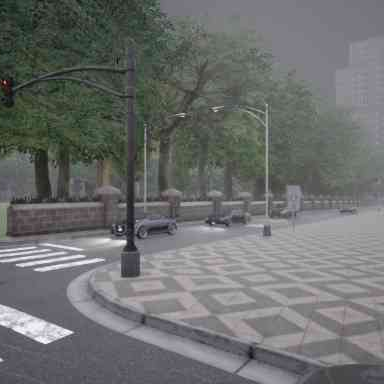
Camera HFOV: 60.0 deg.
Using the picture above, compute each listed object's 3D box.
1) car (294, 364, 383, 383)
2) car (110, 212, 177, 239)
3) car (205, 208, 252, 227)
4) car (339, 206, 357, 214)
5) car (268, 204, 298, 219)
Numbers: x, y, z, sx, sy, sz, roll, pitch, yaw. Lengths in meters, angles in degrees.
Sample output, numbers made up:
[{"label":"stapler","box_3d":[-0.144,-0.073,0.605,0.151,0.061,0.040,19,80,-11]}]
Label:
[{"label":"car","box_3d":[2.402,1.551,1.248,4.403,1.369,2.008,0,0,36]},{"label":"car","box_3d":[-2.730,1.888,19.525,1.994,1.385,4.181,0,-1,35]},{"label":"car","box_3d":[3.177,2.081,27.877,2.033,1.411,5.357,0,-1,35]},{"label":"car","box_3d":[25.182,2.845,53.464,1.895,1.301,4.718,0,-1,36]},{"label":"car","box_3d":[10.473,2.155,38.158,2.097,1.767,4.553,0,-2,36]}]
